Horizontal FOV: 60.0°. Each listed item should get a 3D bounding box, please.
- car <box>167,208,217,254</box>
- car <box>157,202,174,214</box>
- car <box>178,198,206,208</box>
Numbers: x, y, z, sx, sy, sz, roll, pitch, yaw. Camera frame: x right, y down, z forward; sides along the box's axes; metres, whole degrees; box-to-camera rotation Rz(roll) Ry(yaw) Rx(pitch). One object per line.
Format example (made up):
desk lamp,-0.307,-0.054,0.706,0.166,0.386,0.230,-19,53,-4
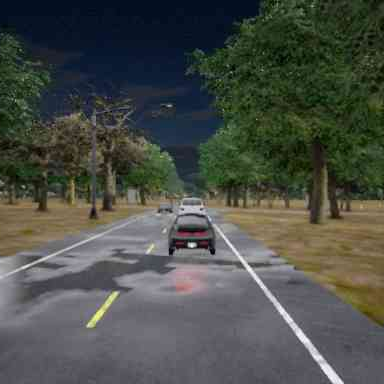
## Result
car,0.002,1.662,14.307,1.837,1.490,4.892,0,0,0
car,-3.511,2.075,44.446,1.837,1.490,4.892,0,-1,0
car,-0.003,1.559,29.051,2.150,2.045,5.566,0,-1,0
